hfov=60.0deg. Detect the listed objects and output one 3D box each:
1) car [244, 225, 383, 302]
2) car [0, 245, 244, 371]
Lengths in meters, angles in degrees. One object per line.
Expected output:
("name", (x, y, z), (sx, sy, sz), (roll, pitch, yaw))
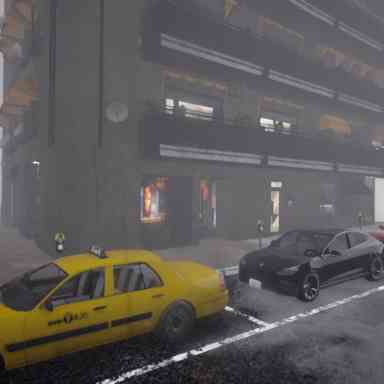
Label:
("car", (3.115, 1.568, 8.291), (4.313, 1.339, 1.947), (0, 1, -35))
("car", (-1.647, 1.526, 4.909), (4.829, 1.417, 1.752), (0, 1, -35))
